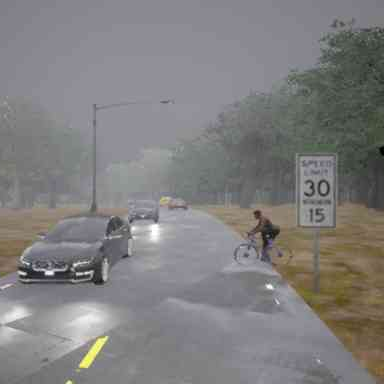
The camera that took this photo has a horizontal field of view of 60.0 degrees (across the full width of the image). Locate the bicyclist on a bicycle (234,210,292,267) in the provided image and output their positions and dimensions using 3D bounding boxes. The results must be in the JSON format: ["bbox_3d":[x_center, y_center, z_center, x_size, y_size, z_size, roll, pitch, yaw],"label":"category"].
[{"bbox_3d":[2.021,1.340,9.472,1.656,1.620,0.582,0,1,1],"label":"bicyclist on a bicycle"}]

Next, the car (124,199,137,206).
[{"bbox_3d":[-13.309,2.246,71.767,1.994,1.385,4.181,0,-2,-20],"label":"car"}]

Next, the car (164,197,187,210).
[{"bbox_3d":[-1.774,1.375,39.245,1.994,1.385,4.181,0,-1,-9],"label":"car"}]

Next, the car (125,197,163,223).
[{"bbox_3d":[-3.209,1.249,23.054,1.837,1.490,4.892,0,0,-4],"label":"car"}]

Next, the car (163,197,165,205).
[{"bbox_3d":[-4.025,1.505,51.036,1.882,1.535,5.008,0,-2,-12],"label":"car"}]

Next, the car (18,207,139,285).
[{"bbox_3d":[-2.907,1.387,9.273,1.837,1.490,4.892,0,1,1],"label":"car"}]
